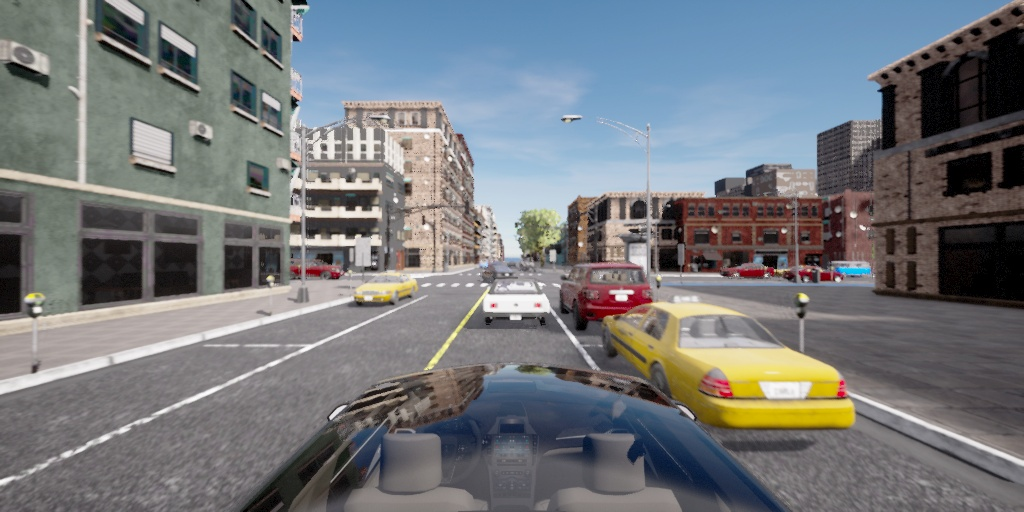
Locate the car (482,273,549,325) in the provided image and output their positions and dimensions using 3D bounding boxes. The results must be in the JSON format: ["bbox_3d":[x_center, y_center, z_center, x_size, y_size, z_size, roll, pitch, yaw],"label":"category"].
[{"bbox_3d":[0.108,1.414,12.118,1.895,1.301,4.718,0,0,0],"label":"car"}]

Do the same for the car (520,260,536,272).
[{"bbox_3d":[2.737,1.653,54.700,2.007,1.370,4.403,0,0,0],"label":"car"}]

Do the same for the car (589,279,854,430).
[{"bbox_3d":[2.694,1.300,5.842,1.751,1.417,4.829,0,0,0],"label":"car"}]

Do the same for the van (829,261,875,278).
[{"bbox_3d":[37.170,1.503,39.717,3.998,1.789,1.690,0,0,0],"label":"van"}]

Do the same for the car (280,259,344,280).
[{"bbox_3d":[-17.250,1.190,30.999,5.009,1.841,2.192,0,0,0],"label":"car"}]

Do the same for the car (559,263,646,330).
[{"bbox_3d":[2.699,1.123,11.211,2.192,1.841,5.009,0,0,0],"label":"car"}]

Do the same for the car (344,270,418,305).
[{"bbox_3d":[-5.678,1.367,16.589,1.751,1.417,4.829,0,0,0],"label":"car"}]

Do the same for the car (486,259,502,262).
[{"bbox_3d":[-2.995,1.718,61.479,1.994,1.385,4.181,0,0,1],"label":"car"}]

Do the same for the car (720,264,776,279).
[{"bbox_3d":[24.215,1.560,37.050,5.008,1.535,1.882,0,0,0],"label":"car"}]

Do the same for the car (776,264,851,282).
[{"bbox_3d":[26.173,1.602,31.216,4.507,1.381,1.888,0,0,0],"label":"car"}]

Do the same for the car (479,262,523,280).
[{"bbox_3d":[-1.163,1.468,29.533,2.033,1.411,5.357,0,0,-18],"label":"car"}]
